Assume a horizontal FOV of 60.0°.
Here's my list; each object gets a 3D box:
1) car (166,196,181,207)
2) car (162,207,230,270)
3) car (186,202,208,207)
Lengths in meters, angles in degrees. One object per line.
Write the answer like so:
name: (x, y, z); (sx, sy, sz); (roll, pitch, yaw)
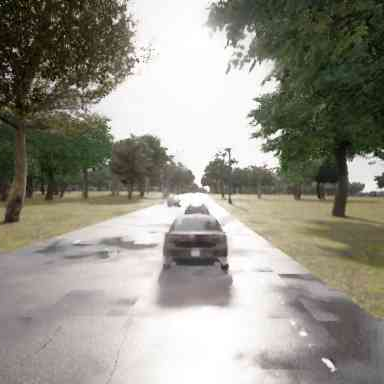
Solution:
car: (-2.641, 1.422, 48.946); (2.128, 1.511, 4.902); (0, 0, 2)
car: (0.131, 1.456, 11.015); (1.882, 1.535, 5.008); (0, -1, 1)
car: (0.395, 1.516, 26.999); (1.994, 1.385, 4.181); (0, 0, 2)
